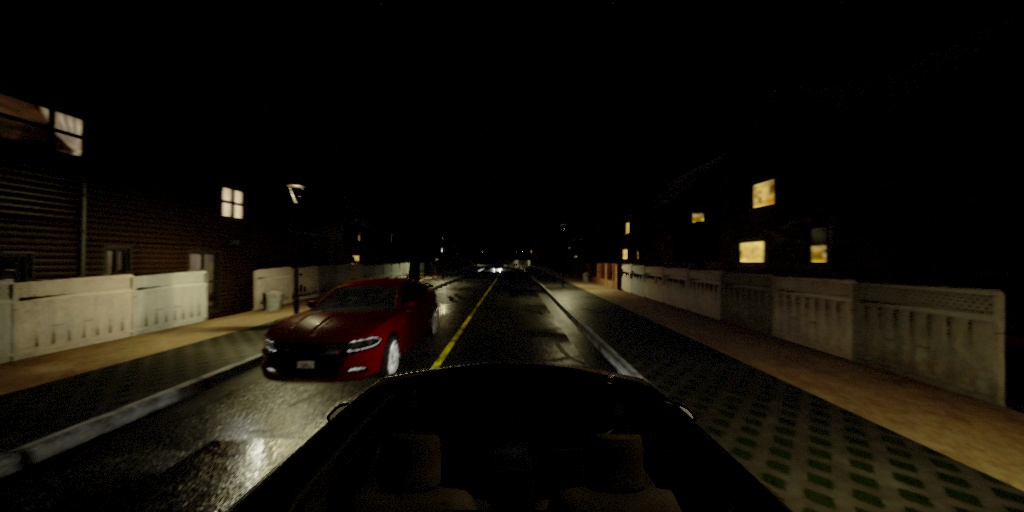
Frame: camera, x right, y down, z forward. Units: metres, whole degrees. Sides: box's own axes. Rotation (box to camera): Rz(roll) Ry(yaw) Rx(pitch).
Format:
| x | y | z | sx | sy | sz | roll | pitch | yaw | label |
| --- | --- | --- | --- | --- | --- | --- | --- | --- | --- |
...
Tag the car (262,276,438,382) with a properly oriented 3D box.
| x | y | z | sx | sy | sz | roll | pitch | yaw | label |
| --- | --- | --- | --- | --- | --- | --- | --- | --- | --- |
| -2.853 | 1.230 | 7.456 | 1.882 | 1.535 | 5.008 | 0 | 0 | 0 | car |
